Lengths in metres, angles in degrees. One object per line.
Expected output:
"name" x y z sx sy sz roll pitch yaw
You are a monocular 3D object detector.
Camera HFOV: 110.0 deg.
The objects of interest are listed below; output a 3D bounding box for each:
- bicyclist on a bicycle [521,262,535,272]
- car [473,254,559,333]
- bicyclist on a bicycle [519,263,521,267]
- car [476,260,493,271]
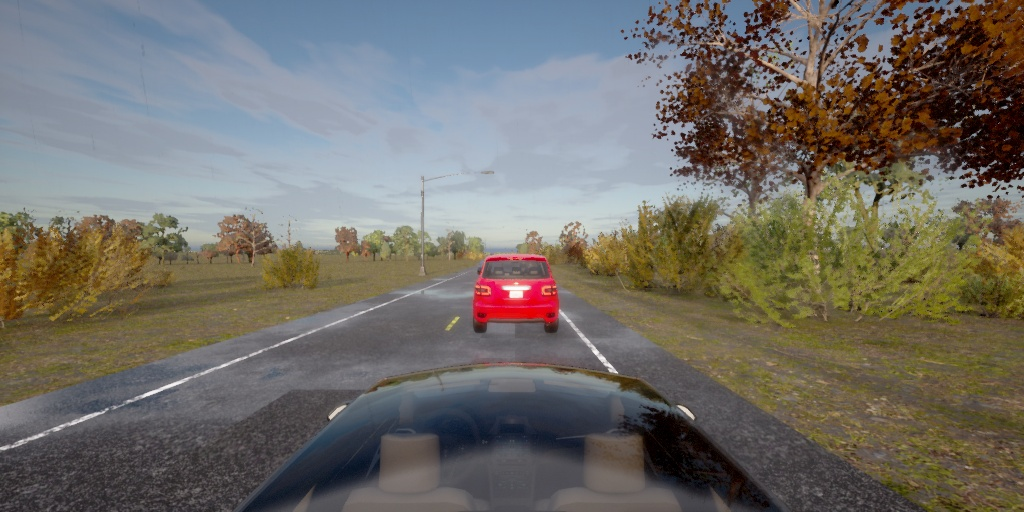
"bicyclist on a bicycle" 0.938 1.114 18.570 0.659 1.776 1.843 0 0 0
"car" 0.089 0.968 10.864 2.150 2.045 5.566 0 0 0
"bicyclist on a bicycle" 0.895 1.110 28.583 0.659 1.776 1.843 0 0 0
"car" -3.832 1.283 50.704 2.033 1.411 5.357 0 0 0
